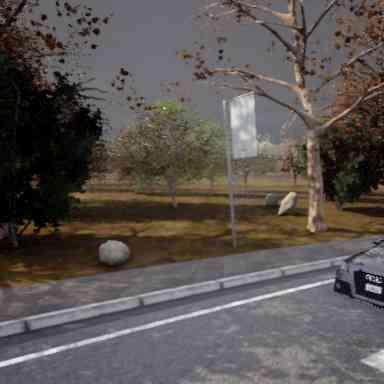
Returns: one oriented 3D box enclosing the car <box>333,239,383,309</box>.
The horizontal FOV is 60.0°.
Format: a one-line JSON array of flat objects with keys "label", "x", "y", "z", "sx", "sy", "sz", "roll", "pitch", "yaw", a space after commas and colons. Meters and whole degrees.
[{"label": "car", "x": 4.894, "y": 1.486, "z": 6.813, "sx": 4.181, "sy": 1.385, "sz": 1.994, "roll": -1, "pitch": 1, "yaw": -30}]
